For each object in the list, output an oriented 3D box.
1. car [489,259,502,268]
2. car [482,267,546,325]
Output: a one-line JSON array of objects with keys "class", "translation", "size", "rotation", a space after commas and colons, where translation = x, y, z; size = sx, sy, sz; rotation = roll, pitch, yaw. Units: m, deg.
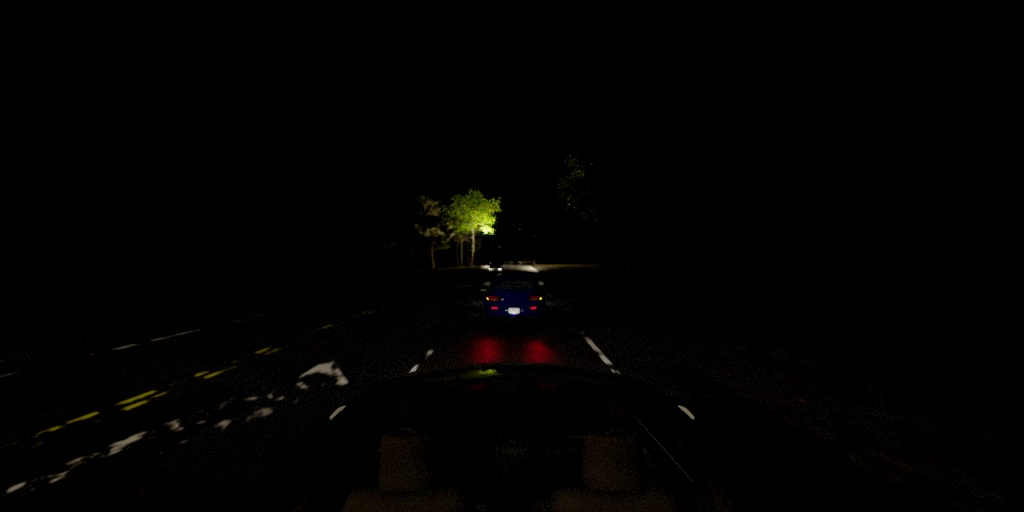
[{"class": "car", "translation": [-2.955, 1.261, 63.366], "size": [2.097, 1.767, 4.553], "rotation": [0, 0, 1]}, {"class": "car", "translation": [0.075, 1.272, 11.718], "size": [1.812, 1.442, 4.674], "rotation": [0, 0, 1]}]
